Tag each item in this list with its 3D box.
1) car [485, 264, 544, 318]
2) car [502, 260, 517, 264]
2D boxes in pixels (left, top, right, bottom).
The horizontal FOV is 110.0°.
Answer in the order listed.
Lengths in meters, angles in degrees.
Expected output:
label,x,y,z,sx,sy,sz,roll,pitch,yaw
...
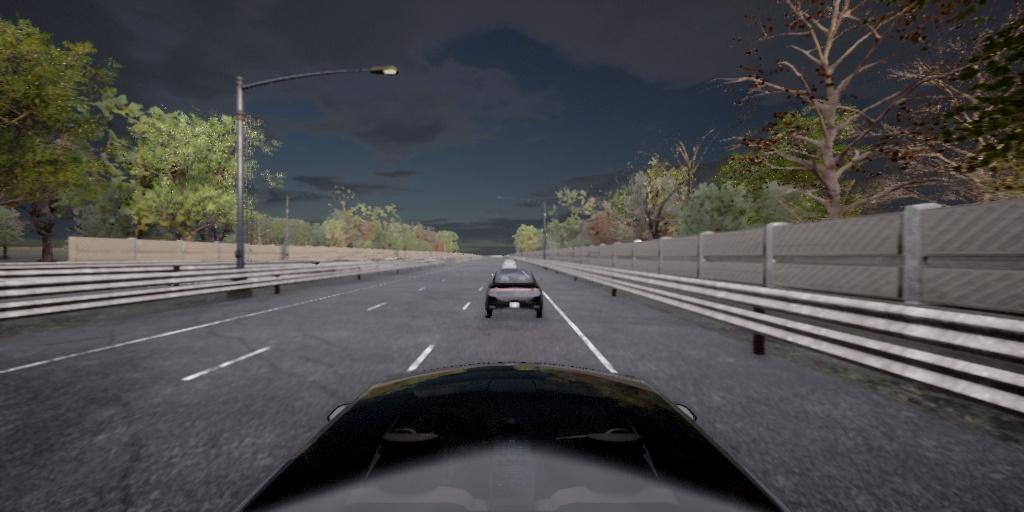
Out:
label,x,y,z,sx,sy,sz,roll,pitch,yaw
car,0.063,1.217,12.945,2.128,1.511,4.902,0,0,0
car,-0.321,1.177,44.951,1.812,1.442,4.674,0,0,-1
